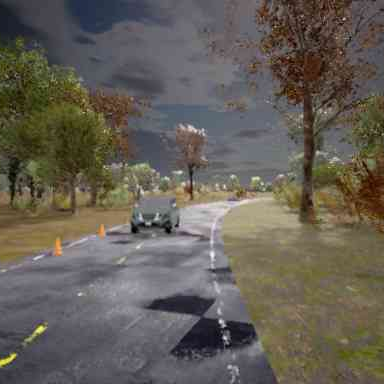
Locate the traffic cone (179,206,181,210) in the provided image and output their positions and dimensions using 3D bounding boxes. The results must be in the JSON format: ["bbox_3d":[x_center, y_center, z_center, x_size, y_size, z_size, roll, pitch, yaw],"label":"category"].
[{"bbox_3d":[-1.523,1.945,42.457,0.340,0.580,0.340,0,0,10],"label":"traffic cone"}]

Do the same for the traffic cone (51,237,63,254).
[{"bbox_3d":[-4.963,1.961,12.310,0.340,0.580,0.340,0,0,3],"label":"traffic cone"}]

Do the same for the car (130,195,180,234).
[{"bbox_3d":[-1.980,1.221,19.434,2.150,2.045,5.566,0,0,5],"label":"car"}]

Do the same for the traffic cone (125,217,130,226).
[{"bbox_3d":[-4.271,1.957,22.407,0.340,0.580,0.340,0,0,5],"label":"traffic cone"}]

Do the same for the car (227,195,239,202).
[{"bbox_3d":[9.030,1.463,73.024,1.837,1.490,4.892,0,0,19],"label":"car"}]
